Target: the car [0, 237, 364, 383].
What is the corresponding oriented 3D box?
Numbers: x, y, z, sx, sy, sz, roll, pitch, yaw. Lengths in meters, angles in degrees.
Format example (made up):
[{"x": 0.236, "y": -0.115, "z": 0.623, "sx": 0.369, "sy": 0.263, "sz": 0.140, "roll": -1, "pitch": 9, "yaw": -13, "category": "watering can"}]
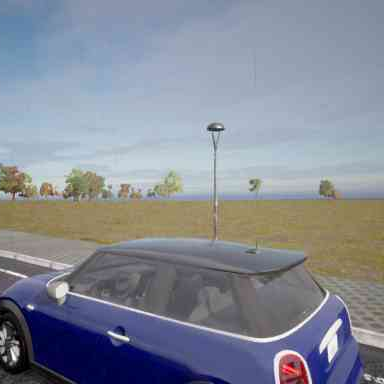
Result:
[{"x": -0.516, "y": 1.353, "z": 4.096, "sx": 4.553, "sy": 1.767, "sz": 2.097, "roll": 0, "pitch": 0, "yaw": 36, "category": "car"}]
